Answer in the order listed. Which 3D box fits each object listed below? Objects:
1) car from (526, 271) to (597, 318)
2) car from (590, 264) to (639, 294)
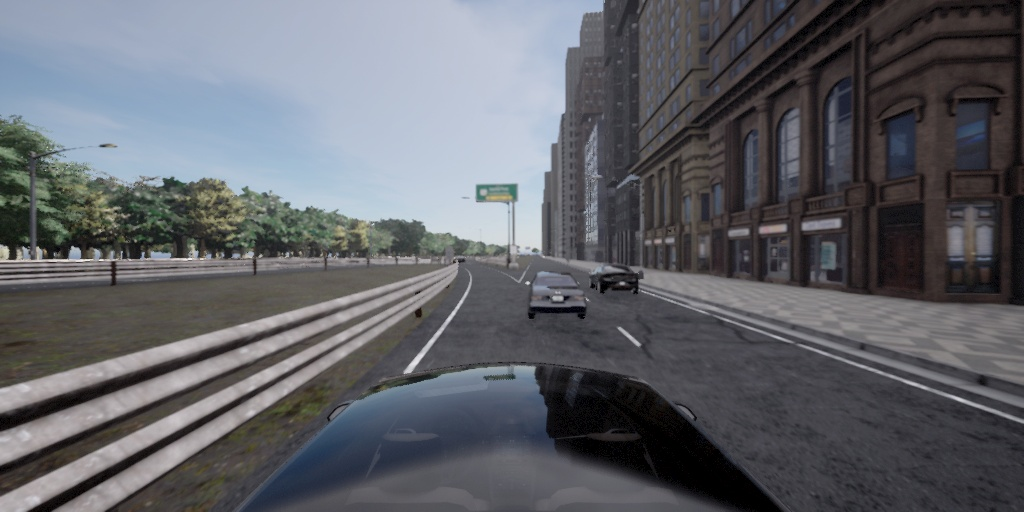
[{"bbox_3d":[1.479,1.259,12.770,2.033,1.411,5.357,0,0,4],"label":"car"},{"bbox_3d":[5.430,1.156,19.588,1.882,1.535,5.008,0,0,4],"label":"car"}]
